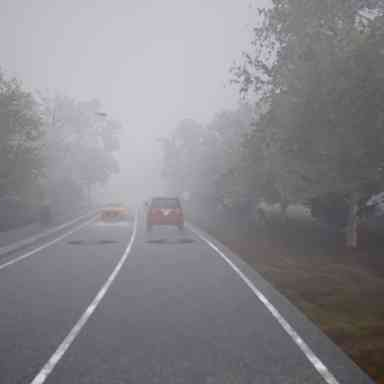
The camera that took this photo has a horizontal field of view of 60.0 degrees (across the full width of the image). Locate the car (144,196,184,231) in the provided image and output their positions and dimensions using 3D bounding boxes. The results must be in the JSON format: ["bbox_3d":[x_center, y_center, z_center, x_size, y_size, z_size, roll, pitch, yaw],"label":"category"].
[{"bbox_3d":[-1.801,1.283,21.322,2.150,2.045,5.566,1,0,-8],"label":"car"}]

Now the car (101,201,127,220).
[{"bbox_3d":[-6.585,1.506,28.218,1.882,1.535,5.008,1,0,-9],"label":"car"}]
